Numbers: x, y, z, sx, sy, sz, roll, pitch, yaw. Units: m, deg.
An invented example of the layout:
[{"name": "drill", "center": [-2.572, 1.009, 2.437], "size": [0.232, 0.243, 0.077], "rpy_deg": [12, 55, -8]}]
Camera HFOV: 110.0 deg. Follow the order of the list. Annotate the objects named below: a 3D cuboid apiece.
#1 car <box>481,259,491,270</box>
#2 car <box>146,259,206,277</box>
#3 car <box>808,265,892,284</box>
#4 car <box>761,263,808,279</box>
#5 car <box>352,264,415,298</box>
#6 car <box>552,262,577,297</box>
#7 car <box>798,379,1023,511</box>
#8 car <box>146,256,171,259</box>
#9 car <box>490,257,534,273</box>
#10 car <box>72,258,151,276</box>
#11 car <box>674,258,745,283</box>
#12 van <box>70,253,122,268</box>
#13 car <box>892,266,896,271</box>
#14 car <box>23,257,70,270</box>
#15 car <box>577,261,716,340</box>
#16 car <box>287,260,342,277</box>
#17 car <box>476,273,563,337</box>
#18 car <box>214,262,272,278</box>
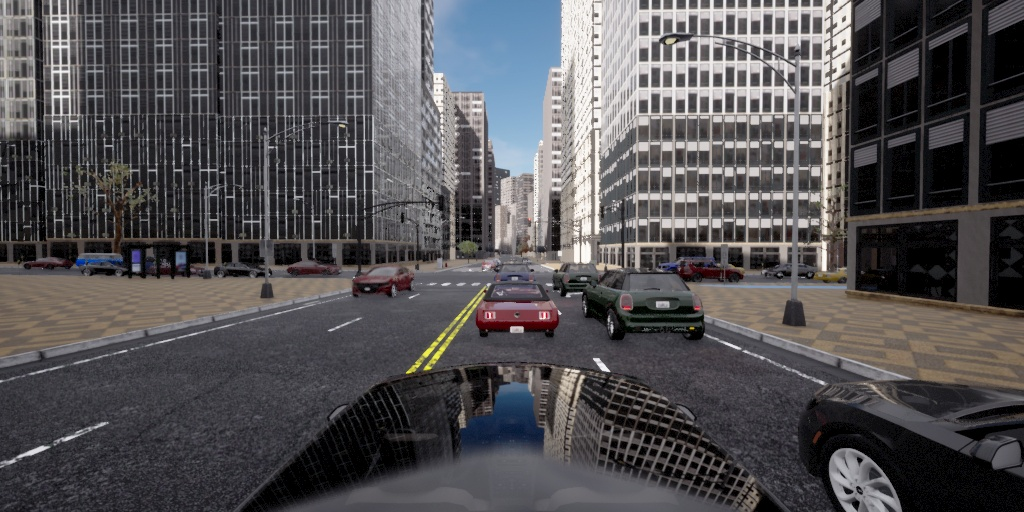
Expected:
[{"name": "car", "center": [-3.238, 1.241, 50.655], "size": [1.812, 1.442, 4.674], "rpy_deg": [0, 0, 0]}, {"name": "car", "center": [-28.363, 1.138, 30.427], "size": [4.207, 1.307, 1.802], "rpy_deg": [0, 0, 1]}, {"name": "car", "center": [27.693, 1.579, 29.462], "size": [4.829, 1.417, 1.751], "rpy_deg": [0, 0, 1]}, {"name": "car", "center": [27.223, 1.448, 35.245], "size": [4.902, 1.511, 2.128], "rpy_deg": [1, 1, 1]}, {"name": "car", "center": [-6.493, 1.218, 18.658], "size": [1.882, 1.535, 5.008], "rpy_deg": [0, 0, 0]}, {"name": "car", "center": [3.380, 1.093, 19.028], "size": [2.097, 1.767, 4.553], "rpy_deg": [0, 0, 0]}, {"name": "car", "center": [3.342, 1.255, 1.036], "size": [1.837, 1.490, 4.892], "rpy_deg": [0, 0, 0]}, {"name": "car", "center": [-32.049, 0.830, 33.199], "size": [4.553, 1.767, 2.097], "rpy_deg": [1, 1, 1]}, {"name": "car", "center": [0.131, 1.092, 19.180], "size": [2.097, 1.767, 4.553], "rpy_deg": [0, 0, 0]}, {"name": "car", "center": [-34.043, 1.070, 30.611], "size": [4.313, 1.339, 1.948], "rpy_deg": [0, 0, 1]}, {"name": "car", "center": [16.245, 1.269, 29.681], "size": [5.009, 1.841, 2.192], "rpy_deg": [0, 0, 1]}, {"name": "van", "center": [-45.218, 0.605, 39.293], "size": [3.998, 1.789, 1.690], "rpy_deg": [0, 0, 1]}, {"name": "car", "center": [33.162, 1.684, 29.358], "size": [4.207, 1.307, 1.802], "rpy_deg": [0, 0, 1]}, {"name": "car", "center": [-50.900, 0.794, 39.420], "size": [4.207, 1.307, 1.802], "rpy_deg": [0, 0, 1]}, {"name": "car", "center": [3.357, 1.098, 10.091], "size": [2.097, 1.767, 4.553], "rpy_deg": [0, 0, 0]}, {"name": "car", "center": [-18.072, 1.132, 32.887], "size": [4.674, 1.442, 1.812], "rpy_deg": [1, 1, 1]}, {"name": "car", "center": [0.113, 1.347, 10.187], "size": [1.895, 1.301, 4.718], "rpy_deg": [0, 0, 0]}, {"name": "car", "center": [-22.679, 1.174, 30.283], "size": [4.313, 1.339, 1.948], "rpy_deg": [0, 0, 1]}]
